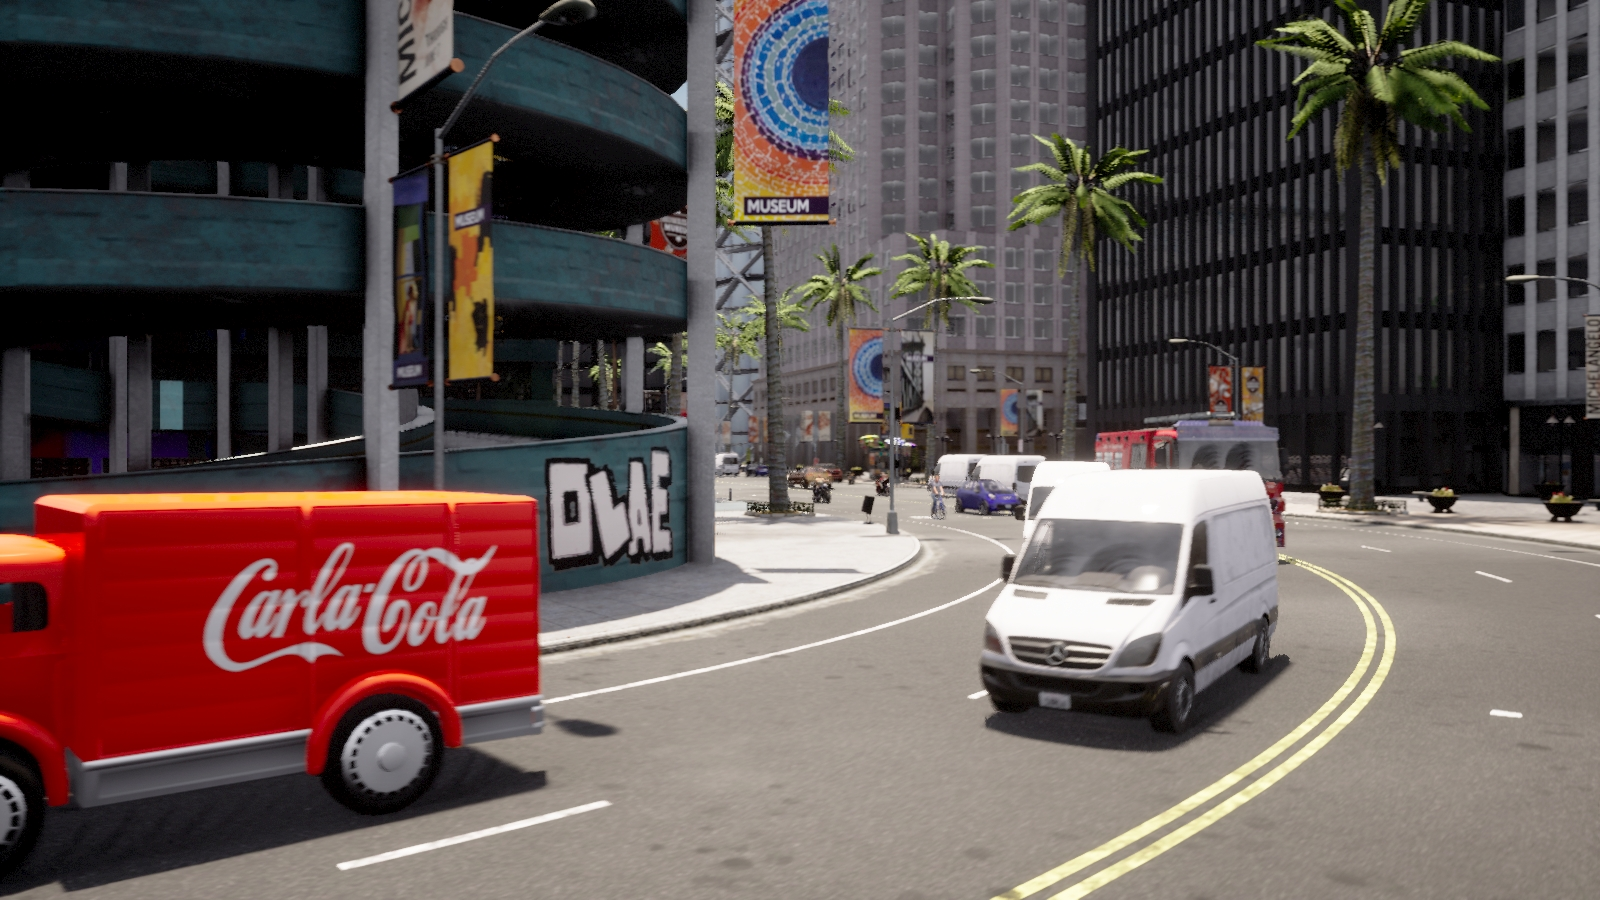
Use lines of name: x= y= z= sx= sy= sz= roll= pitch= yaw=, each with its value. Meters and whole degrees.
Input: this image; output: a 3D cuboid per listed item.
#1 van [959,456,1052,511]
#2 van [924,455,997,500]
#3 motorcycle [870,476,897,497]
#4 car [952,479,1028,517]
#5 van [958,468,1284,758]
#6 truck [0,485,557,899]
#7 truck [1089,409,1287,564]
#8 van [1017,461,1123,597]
van: x=9.976 y=1.562 z=56.051 sx=1.988 sy=2.561 sz=5.915 roll=0 pitch=0 yaw=-17
van: x=9.566 y=1.570 z=68.735 sx=1.988 sy=2.561 sz=5.915 roll=0 pitch=0 yaw=-18
motorcycle: x=5.169 y=2.243 z=70.957 sx=0.867 sy=1.251 sz=2.209 roll=0 pitch=0 yaw=-18
car: x=8.267 y=2.063 z=50.075 sx=1.845 sy=1.501 sz=3.633 roll=0 pitch=0 yaw=-18
van: x=4.060 y=1.540 z=13.482 sx=1.988 sy=2.561 sz=5.915 roll=0 pitch=0 yaw=33
truck: x=-4.879 y=1.579 z=8.921 sx=5.204 sy=2.467 sz=2.627 roll=0 pitch=0 yaw=-41
truck: x=10.662 y=0.905 z=32.462 sx=2.891 sy=3.827 sz=8.468 roll=0 pitch=0 yaw=1
van: x=6.011 y=1.546 z=25.159 sx=1.988 sy=2.561 sz=5.915 roll=0 pitch=0 yaw=15
